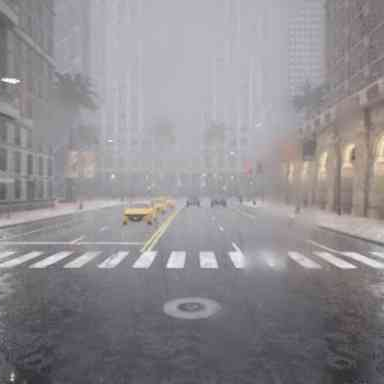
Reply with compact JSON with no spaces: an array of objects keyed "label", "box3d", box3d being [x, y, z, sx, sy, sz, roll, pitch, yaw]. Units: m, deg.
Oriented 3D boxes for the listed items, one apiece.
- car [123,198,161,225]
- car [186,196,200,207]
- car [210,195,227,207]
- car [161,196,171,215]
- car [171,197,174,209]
[{"label":"car","box3d":[-3.588,1.396,23.663,1.882,1.535,5.008,0,0,0]},{"label":"car","box3d":[0.191,1.329,47.186,2.128,1.511,4.902,0,0,1]},{"label":"car","box3d":[3.691,1.188,47.110,2.097,1.767,4.553,0,0,1]},{"label":"car","box3d":[-3.511,1.364,32.972,1.882,1.535,5.008,0,0,1]},{"label":"car","box3d":[-3.357,1.329,43.197,1.882,1.535,5.008,0,0,1]}]
